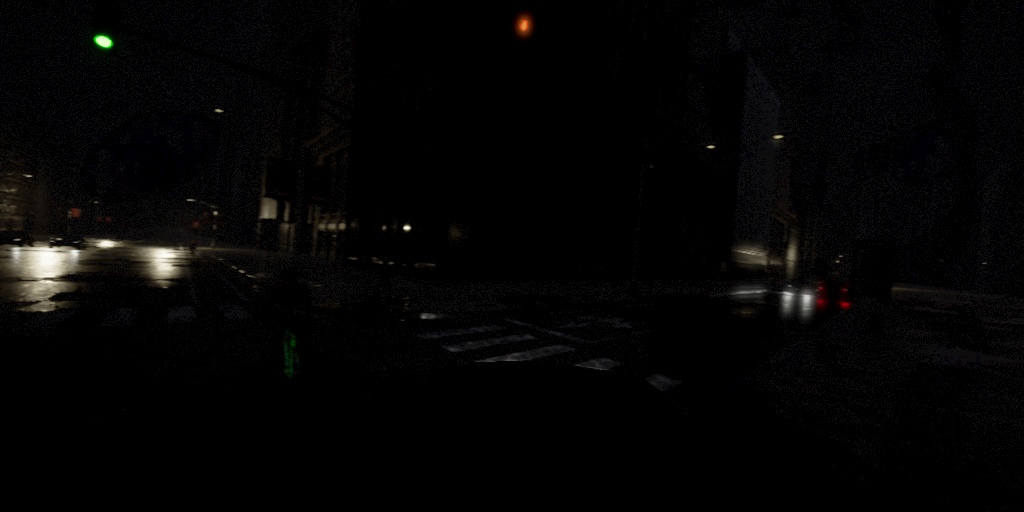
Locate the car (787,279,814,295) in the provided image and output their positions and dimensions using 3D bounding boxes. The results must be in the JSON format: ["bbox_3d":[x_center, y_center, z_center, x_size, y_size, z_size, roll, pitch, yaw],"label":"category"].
[{"bbox_3d":[30.059,3.113,37.228,4.892,1.490,1.837,4,1,-43],"label":"car"}]

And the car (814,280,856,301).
[{"bbox_3d":[28.684,2.924,31.739,4.553,1.767,2.097,4,1,-43],"label":"car"}]

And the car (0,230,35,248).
[{"bbox_3d":[-45.029,-1.575,32.327,1.812,1.442,4.674,4,0,-43],"label":"car"}]

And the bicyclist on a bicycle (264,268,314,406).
[{"bbox_3d":[-2.938,0.990,4.725,0.582,1.620,1.656,4,0,-43],"label":"bicyclist on a bicycle"}]

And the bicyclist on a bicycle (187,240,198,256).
[{"bbox_3d":[-32.413,-0.819,36.403,0.866,1.612,1.509,4,0,-43],"label":"bicyclist on a bicycle"}]

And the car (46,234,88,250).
[{"bbox_3d":[-42.658,-1.411,34.544,1.812,1.442,4.674,4,0,-43],"label":"car"}]
